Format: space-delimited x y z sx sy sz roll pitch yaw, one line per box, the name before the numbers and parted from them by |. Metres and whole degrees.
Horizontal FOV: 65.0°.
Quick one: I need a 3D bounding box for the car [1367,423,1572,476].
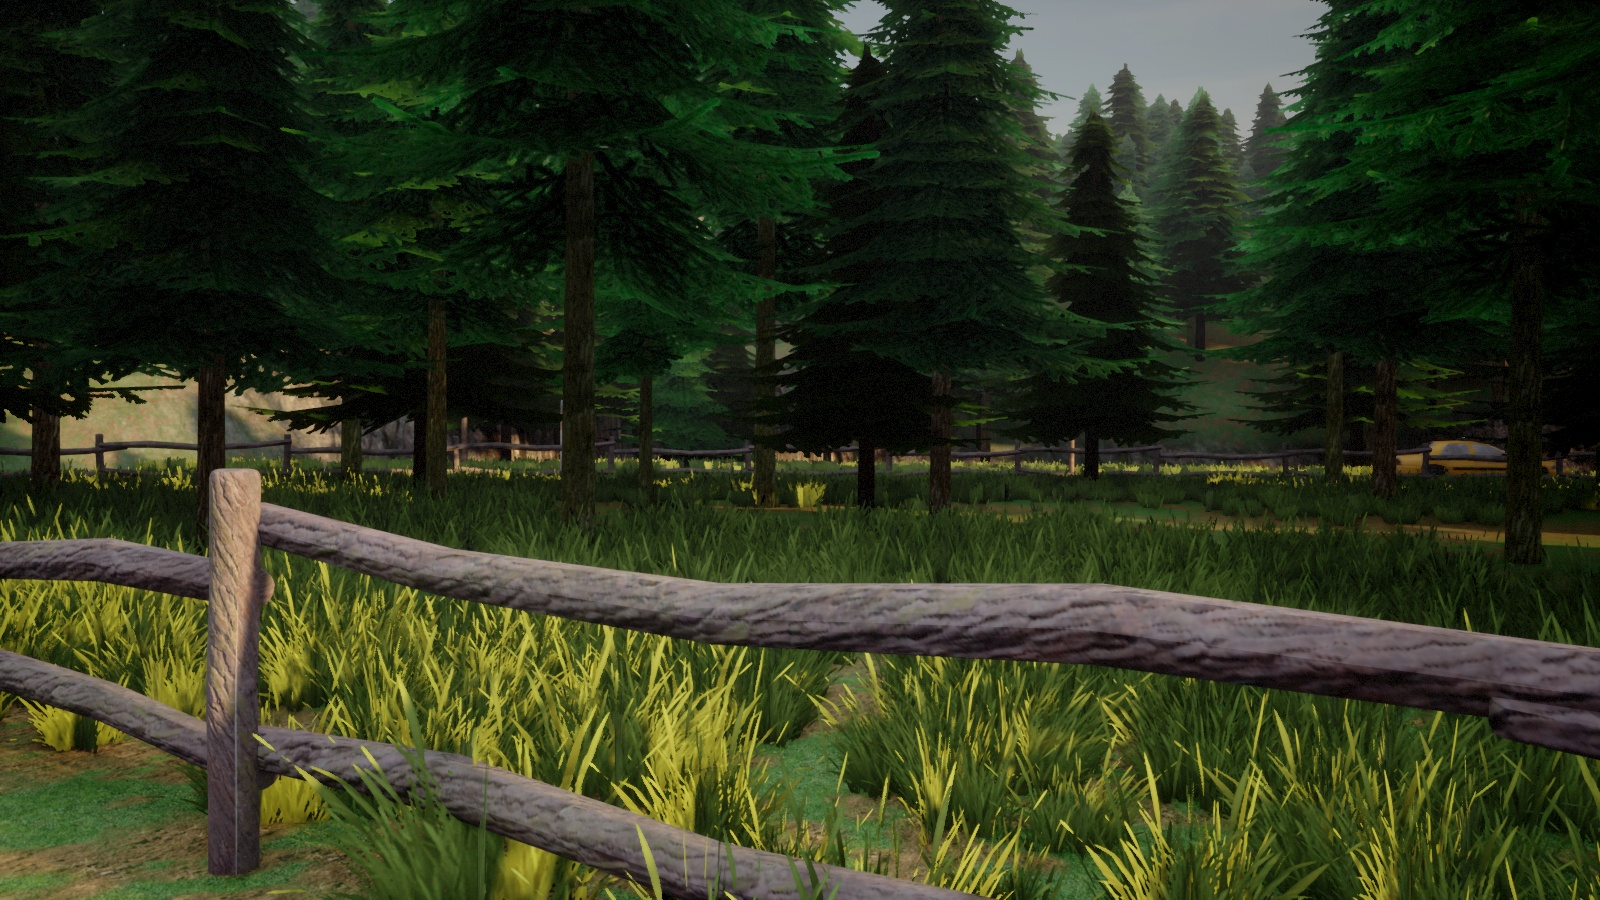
car | 20.834 -0.028 39.272 5.366 1.575 1.801 0 1 7
